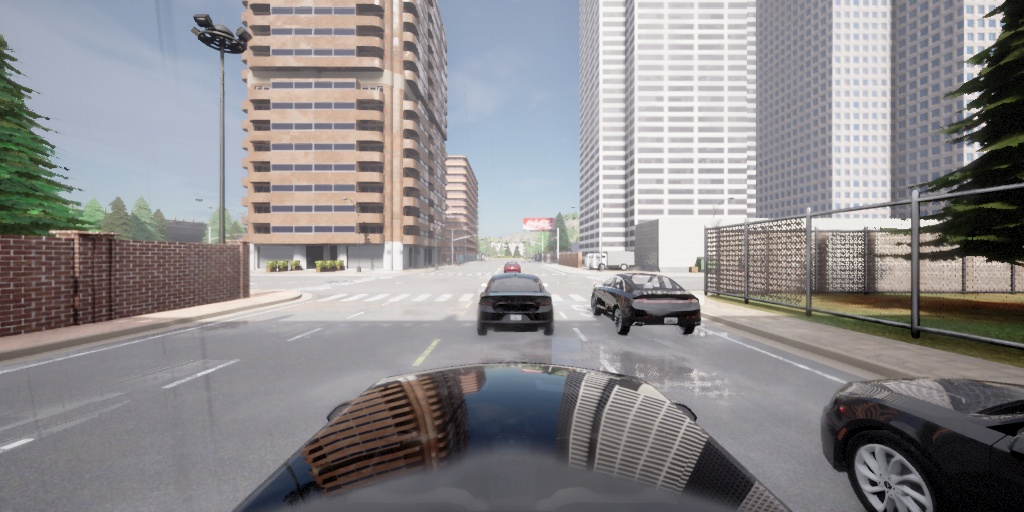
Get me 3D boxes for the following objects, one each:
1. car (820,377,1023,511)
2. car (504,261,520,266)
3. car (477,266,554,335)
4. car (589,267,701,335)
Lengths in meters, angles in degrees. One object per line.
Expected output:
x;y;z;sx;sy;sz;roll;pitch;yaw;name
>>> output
3.607;1.255;1.097;1.837;1.490;4.892;0;0;0;car
0.024;1.314;43.467;1.994;1.385;4.181;0;0;-1;car
0.084;1.228;10.489;1.882;1.535;5.008;0;0;0;car
3.606;1.242;10.489;2.128;1.511;4.902;0;0;1;car
